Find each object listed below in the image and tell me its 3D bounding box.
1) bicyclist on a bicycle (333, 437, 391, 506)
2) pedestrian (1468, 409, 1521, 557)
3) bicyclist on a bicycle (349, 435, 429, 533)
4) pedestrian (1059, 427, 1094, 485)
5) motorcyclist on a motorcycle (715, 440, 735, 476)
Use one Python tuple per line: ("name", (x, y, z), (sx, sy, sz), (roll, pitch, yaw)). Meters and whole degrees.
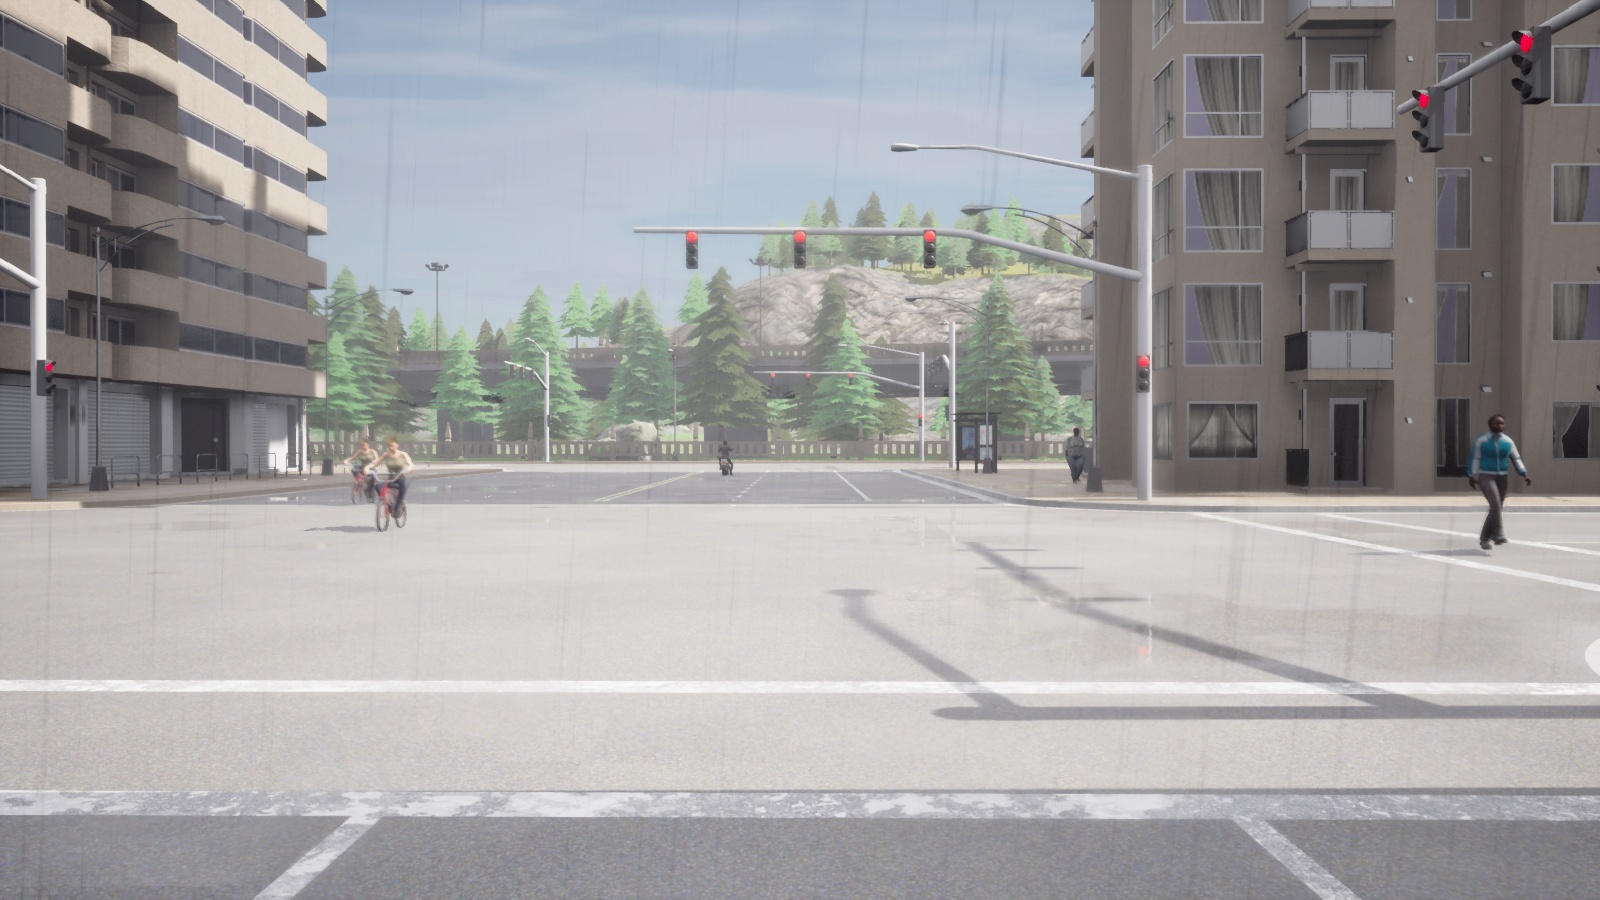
("bicyclist on a bicycle", (-10.465, 0.505, 30.049), (0.866, 1.612, 1.509), (0, 0, 0))
("pedestrian", (9.235, 0.428, 16.712), (0.396, 1.930, 0.692), (0, 0, 8))
("bicyclist on a bicycle", (-6.972, 0.557, 21.366), (0.866, 1.612, 1.509), (0, 0, 0))
("pedestrian", (8.815, 0.186, 40.074), (0.874, 1.855, 0.900), (0, 0, -4))
("motorcyclist on a motorcycle", (-3.437, 0.367, 57.900), (0.766, 1.649, 2.350), (0, 0, 0))
